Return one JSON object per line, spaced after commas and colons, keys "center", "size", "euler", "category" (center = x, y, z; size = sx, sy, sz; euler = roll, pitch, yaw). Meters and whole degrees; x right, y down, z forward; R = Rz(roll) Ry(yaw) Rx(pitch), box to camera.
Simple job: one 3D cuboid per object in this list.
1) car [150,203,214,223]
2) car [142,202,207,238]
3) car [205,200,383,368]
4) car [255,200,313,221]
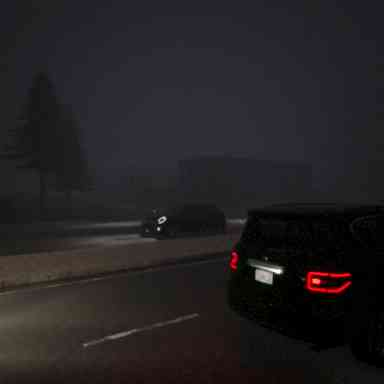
{"center": [-0.726, 1.595, 26.186], "size": [4.718, 1.301, 1.895], "euler": [0, 0, -35], "category": "car"}
{"center": [-0.384, 1.348, 17.838], "size": [4.553, 1.767, 2.097], "euler": [0, 0, -35], "category": "car"}
{"center": [3.141, 1.220, 5.989], "size": [5.566, 2.045, 2.150], "euler": [0, 0, -36], "category": "car"}
{"center": [7.791, 1.470, 27.911], "size": [5.008, 1.535, 1.882], "euler": [0, 0, -35], "category": "car"}
